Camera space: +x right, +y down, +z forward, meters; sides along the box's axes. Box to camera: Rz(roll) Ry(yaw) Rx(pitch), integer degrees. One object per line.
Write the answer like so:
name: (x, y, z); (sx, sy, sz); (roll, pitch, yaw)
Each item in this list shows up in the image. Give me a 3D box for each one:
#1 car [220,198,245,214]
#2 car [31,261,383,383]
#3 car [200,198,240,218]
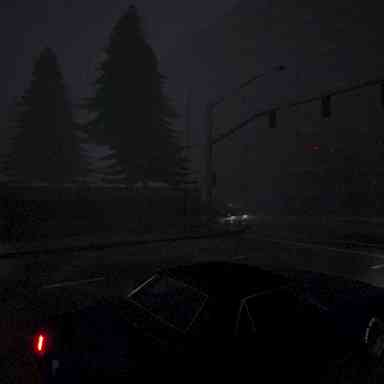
car: (3.392, 1.407, 34.664); (2.097, 1.767, 4.553); (0, 0, -35)
car: (0.670, 1.601, 4.260); (4.718, 1.301, 1.895); (0, 0, -35)
car: (1.677, 1.603, 31.016); (2.033, 1.411, 5.357); (0, 0, -35)
